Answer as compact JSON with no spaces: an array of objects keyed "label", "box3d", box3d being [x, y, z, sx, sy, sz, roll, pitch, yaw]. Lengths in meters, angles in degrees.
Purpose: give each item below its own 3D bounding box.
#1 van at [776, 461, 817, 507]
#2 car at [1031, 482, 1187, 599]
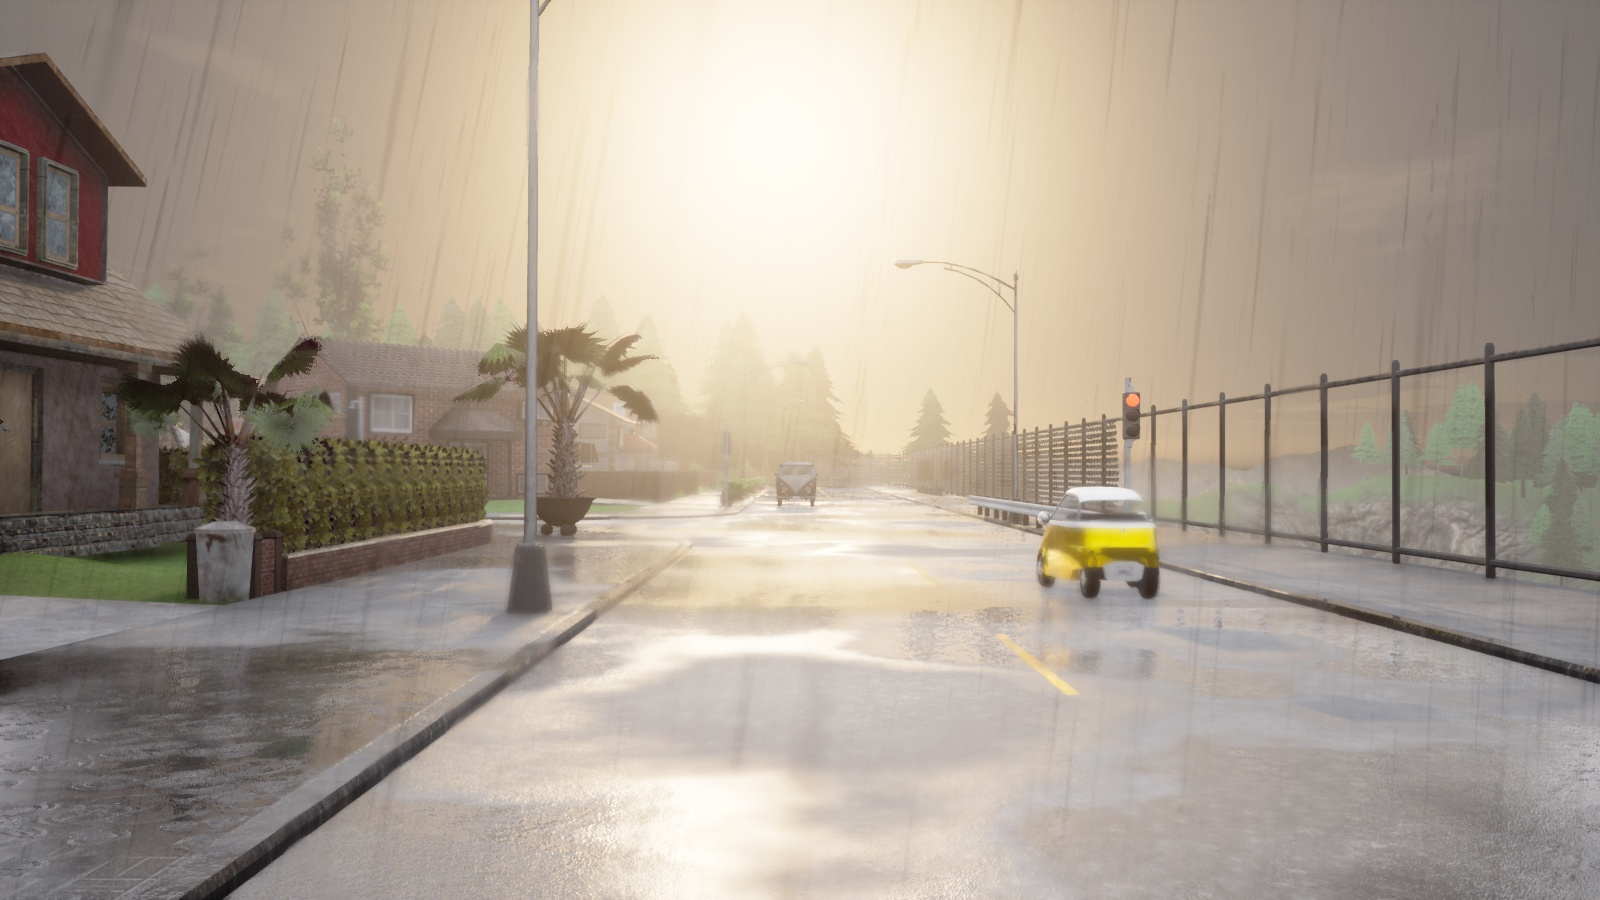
[{"label":"van","box3d":[-0.157,1.509,56.159,1.775,1.987,4.442,0,-1,0]},{"label":"car","box3d":[3.959,1.128,16.375,1.481,1.376,2.207,0,-1,0]}]
